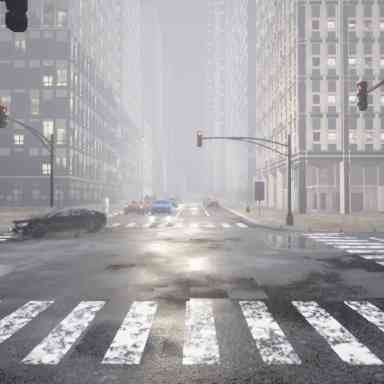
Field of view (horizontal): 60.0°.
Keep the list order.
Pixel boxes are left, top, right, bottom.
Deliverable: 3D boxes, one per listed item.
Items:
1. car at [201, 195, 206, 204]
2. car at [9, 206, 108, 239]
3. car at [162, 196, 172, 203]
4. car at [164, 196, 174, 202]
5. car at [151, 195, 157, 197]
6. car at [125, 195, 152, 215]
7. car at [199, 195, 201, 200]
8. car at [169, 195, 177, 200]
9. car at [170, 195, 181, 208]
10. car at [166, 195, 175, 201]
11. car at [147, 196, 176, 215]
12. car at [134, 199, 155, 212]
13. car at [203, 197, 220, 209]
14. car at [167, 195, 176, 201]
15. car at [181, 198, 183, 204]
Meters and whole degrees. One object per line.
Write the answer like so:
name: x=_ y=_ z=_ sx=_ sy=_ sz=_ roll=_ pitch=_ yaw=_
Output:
car: x=2.852 y=1.547 z=56.356 sx=1.752 sy=1.417 sz=4.829 roll=1 pitch=0 yaw=0
car: x=-6.859 y=1.501 z=17.587 sx=4.902 sy=1.511 sz=2.128 roll=0 pitch=1 yaw=-43
car: x=-5.486 y=1.573 z=72.866 sx=1.887 sy=1.381 sz=4.507 roll=1 pitch=0 yaw=0
car: x=-5.471 y=1.582 z=78.441 sx=2.008 sy=1.369 sz=4.403 roll=1 pitch=0 yaw=0
car: x=-5.554 y=1.332 z=44.991 sx=2.192 sy=1.841 sz=5.009 roll=1 pitch=0 yaw=0
car: x=-5.586 y=1.453 z=33.840 sx=1.967 sy=1.590 sz=4.097 roll=1 pitch=0 yaw=0
car: x=2.865 y=1.590 z=61.763 sx=1.947 sy=1.339 sz=4.313 roll=1 pitch=0 yaw=0
car: x=-5.429 y=1.605 z=95.167 sx=1.947 sy=1.339 sz=4.313 roll=1 pitch=0 yaw=0
car: x=-2.970 y=1.522 z=47.410 sx=1.837 sy=1.490 sz=4.892 roll=0 pitch=0 yaw=0
car: x=-5.457 y=1.578 z=84.016 sx=1.887 sy=1.381 sz=4.507 roll=1 pitch=0 yaw=0
car: x=-3.009 y=1.490 z=33.957 sx=1.882 sy=1.535 sz=5.008 roll=0 pitch=0 yaw=1
car: x=-5.574 y=1.597 z=39.415 sx=1.802 sy=1.307 sz=4.206 roll=1 pitch=0 yaw=0
car: x=2.820 y=1.599 z=45.030 sx=1.802 sy=1.307 sz=4.206 roll=1 pitch=0 yaw=0
car: x=-5.442 y=1.587 z=89.592 sx=2.008 sy=1.369 sz=4.403 roll=1 pitch=0 yaw=0
car: x=-2.831 y=1.526 z=64.907 sx=1.837 sy=1.490 sz=4.892 roll=0 pitch=0 yaw=0
